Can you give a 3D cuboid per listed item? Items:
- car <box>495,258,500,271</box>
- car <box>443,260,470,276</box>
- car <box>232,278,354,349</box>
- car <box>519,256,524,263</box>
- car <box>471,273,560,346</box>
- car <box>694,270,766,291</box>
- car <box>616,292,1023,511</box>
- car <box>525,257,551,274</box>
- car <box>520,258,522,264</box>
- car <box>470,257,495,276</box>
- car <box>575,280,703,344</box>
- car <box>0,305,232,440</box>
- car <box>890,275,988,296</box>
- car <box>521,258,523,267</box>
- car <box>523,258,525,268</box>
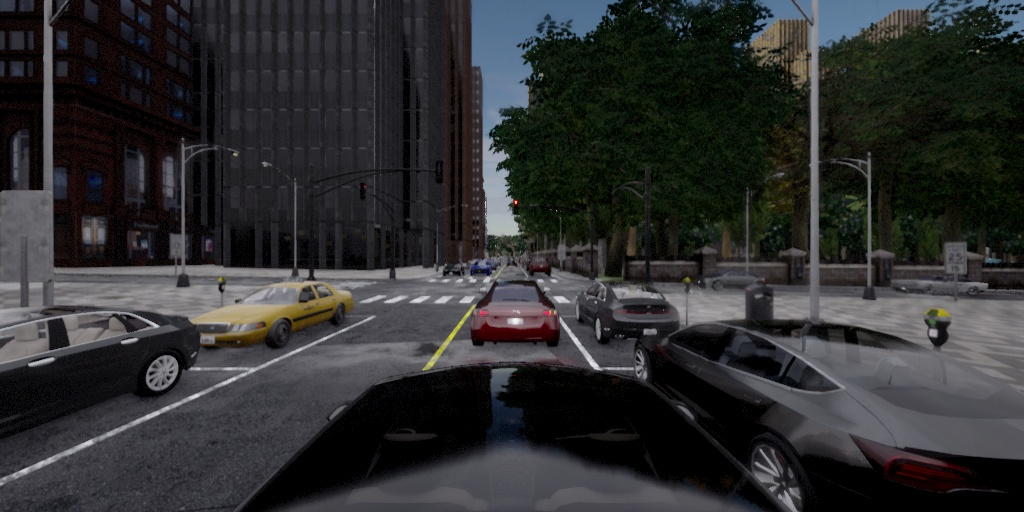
[{"bbox_3d":[-3.078,1.281,48.577,1.994,1.385,4.181,0,0,0],"label":"car"},{"bbox_3d":[-5.760,1.285,36.017,1.948,1.339,4.313,0,0,0],"label":"car"},{"bbox_3d":[-5.762,1.266,9.183,1.751,1.417,4.829,0,0,0],"label":"car"},{"bbox_3d":[2.767,1.156,63.308,1.967,1.591,4.097,0,0,0],"label":"car"},{"bbox_3d":[0.081,1.305,9.356,1.994,1.385,4.181,0,0,0],"label":"car"},{"bbox_3d":[14.597,1.610,24.162,4.181,1.385,1.994,1,0,0],"label":"car"},{"bbox_3d":[2.763,1.313,3.848,1.948,1.339,4.313,0,0,0],"label":"car"},{"bbox_3d":[2.765,1.034,36.026,2.192,1.841,5.009,0,0,0],"label":"car"},{"bbox_3d":[2.767,1.268,57.852,2.007,1.370,4.403,0,0,0],"label":"car"},{"bbox_3d":[-3.089,1.197,36.631,1.882,1.535,5.008,0,0,0],"label":"car"},{"bbox_3d":[2.763,1.291,9.362,2.007,1.370,4.403,0,0,0],"label":"car"},{"bbox_3d":[-5.762,1.298,3.840,2.007,1.370,4.403,0,0,0],"label":"car"},{"bbox_3d":[28.690,1.937,24.239,4.718,1.301,1.895,1,0,0],"label":"car"},{"bbox_3d":[2.766,1.268,52.395,2.007,1.370,4.403,0,0,0],"label":"car"},{"bbox_3d":[2.766,1.284,46.938,1.948,1.339,4.313,0,0,0],"label":"car"}]
